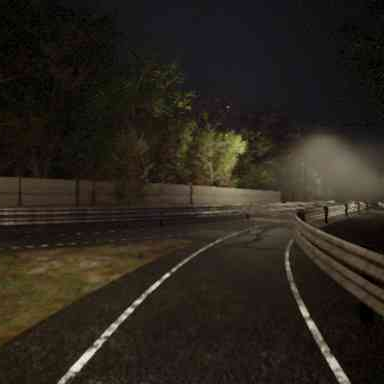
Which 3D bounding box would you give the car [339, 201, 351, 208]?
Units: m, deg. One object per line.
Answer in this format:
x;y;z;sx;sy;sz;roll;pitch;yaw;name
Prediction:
30.885;2.513;66.723;1.895;1.301;4.718;1;-1;33;car

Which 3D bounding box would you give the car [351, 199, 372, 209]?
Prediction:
31.301;2.119;61.434;2.097;1.767;4.553;1;-1;33;car
